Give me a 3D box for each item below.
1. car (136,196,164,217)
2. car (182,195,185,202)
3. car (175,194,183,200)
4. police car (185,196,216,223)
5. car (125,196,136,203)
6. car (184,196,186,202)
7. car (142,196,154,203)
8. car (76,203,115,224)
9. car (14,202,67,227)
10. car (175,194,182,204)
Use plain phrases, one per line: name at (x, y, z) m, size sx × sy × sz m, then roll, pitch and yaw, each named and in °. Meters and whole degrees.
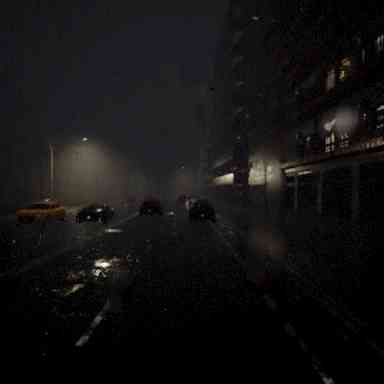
car at (-3.628, 1.404, 30.386) m, size 1.882 × 1.535 × 5.008 m, roll 0°, pitch 0°, yaw -2°
car at (0.157, 1.255, 40.948) m, size 2.097 × 1.767 × 4.553 m, roll 0°, pitch 0°, yaw -2°
car at (-3.180, 1.233, 82.289) m, size 1.882 × 1.535 × 5.008 m, roll 0°, pitch 0°, yaw -5°
police car at (0.657, 1.362, 25.011) m, size 1.930 × 1.638 × 5.238 m, roll 0°, pitch 0°, yaw -1°
car at (-11.733, 1.469, 64.134) m, size 1.895 × 1.301 × 4.718 m, roll 0°, pitch 0°, yaw -3°
car at (0.366, 1.370, 35.140) m, size 1.801 × 1.575 × 5.366 m, roll 0°, pitch 0°, yaw -2°
car at (-8.545, 1.427, 65.131) m, size 1.994 × 1.385 × 4.181 m, roll 0°, pitch 0°, yaw -3°
car at (-6.913, 1.505, 24.140) m, size 1.994 × 1.385 × 4.181 m, roll 0°, pitch 0°, yaw -1°
car at (-10.129, 1.423, 22.616) m, size 1.882 × 1.535 × 5.008 m, roll 0°, pitch 0°, yaw -1°
car at (-1.699, 1.375, 60.093) m, size 1.837 × 1.490 × 4.892 m, roll 0°, pitch 0°, yaw -3°
